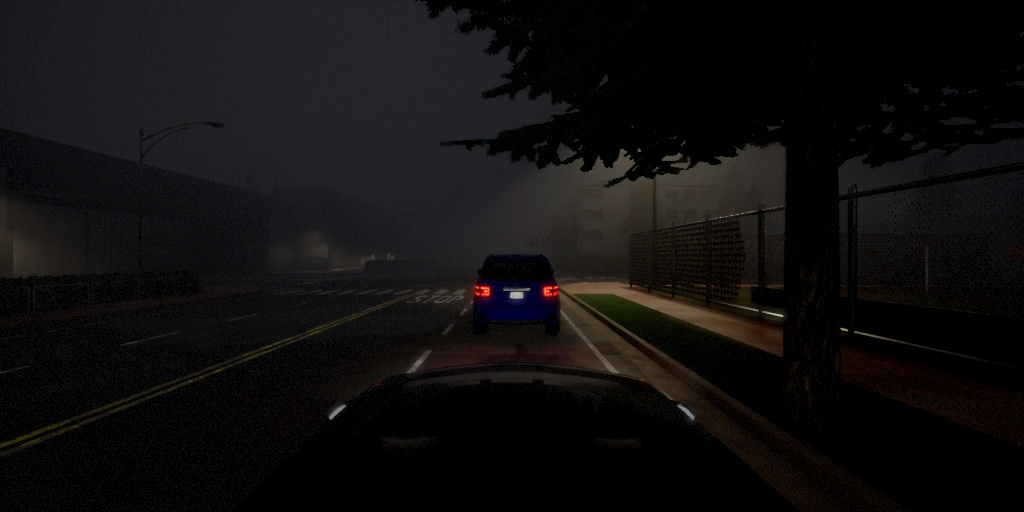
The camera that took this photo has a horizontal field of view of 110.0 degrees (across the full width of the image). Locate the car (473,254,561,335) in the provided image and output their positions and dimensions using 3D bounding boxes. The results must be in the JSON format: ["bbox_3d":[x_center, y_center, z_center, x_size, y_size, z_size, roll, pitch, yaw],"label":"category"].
[{"bbox_3d":[0.115,0.972,10.701,2.150,2.045,5.566,0,0,0],"label":"car"}]

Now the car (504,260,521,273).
[{"bbox_3d":[0.025,1.242,45.576,2.128,1.511,4.902,0,0,0],"label":"car"}]
